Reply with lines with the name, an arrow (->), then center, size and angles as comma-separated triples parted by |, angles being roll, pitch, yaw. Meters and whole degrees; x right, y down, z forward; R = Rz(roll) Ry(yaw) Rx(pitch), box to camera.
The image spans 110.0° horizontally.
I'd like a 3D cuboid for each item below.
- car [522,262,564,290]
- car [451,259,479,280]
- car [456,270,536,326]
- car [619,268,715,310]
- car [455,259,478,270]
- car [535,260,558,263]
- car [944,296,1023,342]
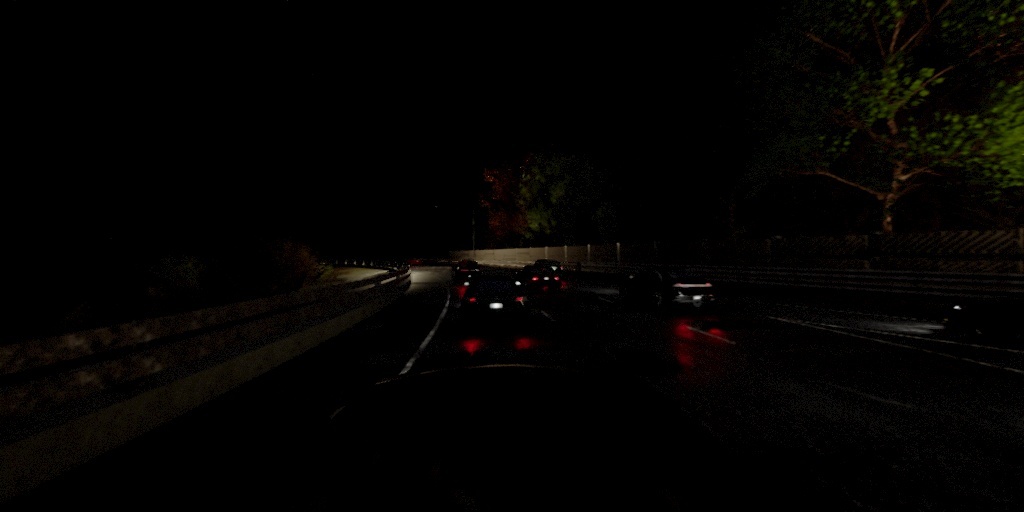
car -> 1.401, 1.294, 22.175 | 2.033, 1.411, 5.357 | 0, 0, -11
car -> -3.676, 1.257, 28.375 | 2.128, 1.511, 4.902 | 0, 0, -14
car -> -0.622, 1.317, 11.705 | 1.994, 1.385, 4.181 | 0, 0, -6
car -> 6.072, 1.222, 14.719 | 2.128, 1.511, 4.902 | 0, 0, -7
car -> -7.056, 1.258, 55.230 | 1.882, 1.535, 5.008 | 0, 0, -28
car -> 2.784, 1.094, 31.567 | 2.097, 1.767, 4.553 | 0, 0, -17
car -> 12.368, 1.278, 7.519 | 1.994, 1.385, 4.181 | 0, 0, -27
